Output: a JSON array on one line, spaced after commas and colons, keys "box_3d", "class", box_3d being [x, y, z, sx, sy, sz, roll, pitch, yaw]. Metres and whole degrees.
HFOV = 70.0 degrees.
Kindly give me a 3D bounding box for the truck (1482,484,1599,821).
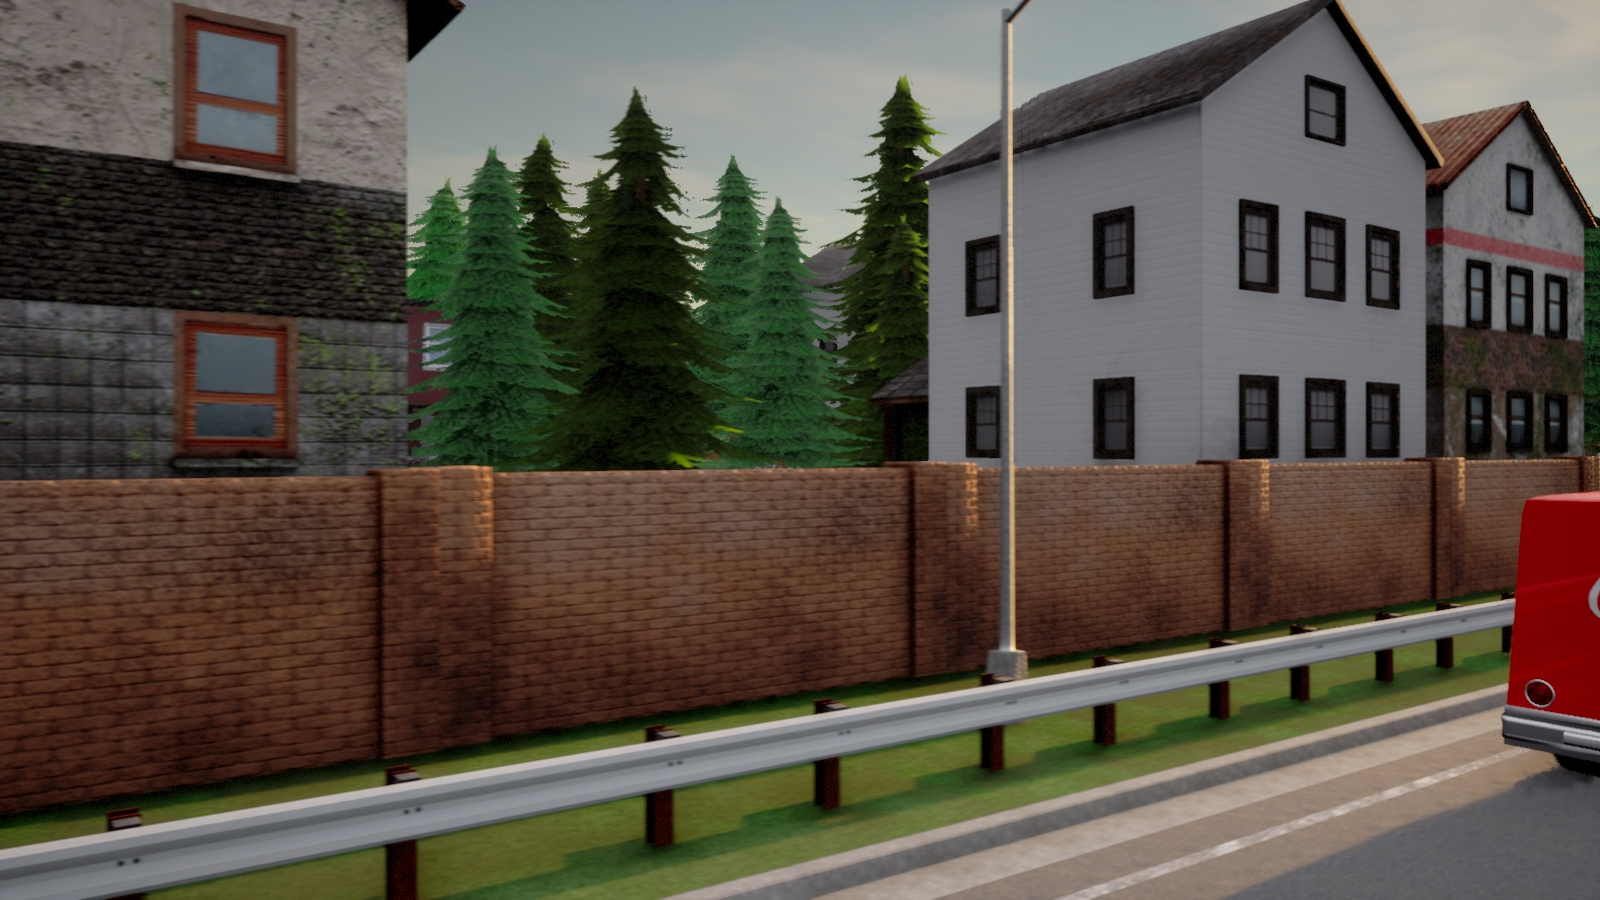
[{"box_3d": [8.410, 1.550, 9.671, 5.204, 2.467, 2.627, 0, 0, -35], "class": "truck"}]
